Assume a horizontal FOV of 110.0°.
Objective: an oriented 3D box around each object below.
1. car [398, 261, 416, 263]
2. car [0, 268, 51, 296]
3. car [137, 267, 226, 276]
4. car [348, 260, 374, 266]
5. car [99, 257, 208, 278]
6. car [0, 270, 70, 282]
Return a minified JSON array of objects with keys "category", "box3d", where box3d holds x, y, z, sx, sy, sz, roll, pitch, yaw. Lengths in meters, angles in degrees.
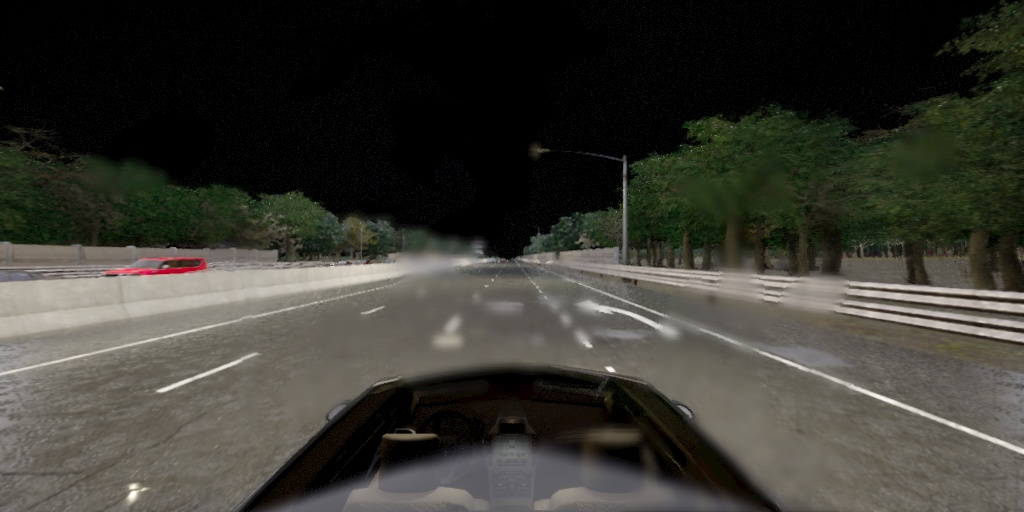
[{"category":"car","box3d":[-17.502,1.572,61.383,1.812,1.442,4.674,0,0,1]},{"category":"car","box3d":[-28.091,1.401,18.394,2.033,1.411,5.357,0,0,0]},{"category":"car","box3d":[-17.590,1.465,20.220,1.895,1.301,4.718,0,0,0]},{"category":"car","box3d":[-24.506,1.392,58.964,2.097,1.767,4.553,0,0,1]},{"category":"car","box3d":[-21.086,1.094,21.529,2.150,2.045,5.566,0,0,0]},{"category":"car","box3d":[-24.593,1.392,16.911,2.033,1.411,5.357,0,0,0]}]
